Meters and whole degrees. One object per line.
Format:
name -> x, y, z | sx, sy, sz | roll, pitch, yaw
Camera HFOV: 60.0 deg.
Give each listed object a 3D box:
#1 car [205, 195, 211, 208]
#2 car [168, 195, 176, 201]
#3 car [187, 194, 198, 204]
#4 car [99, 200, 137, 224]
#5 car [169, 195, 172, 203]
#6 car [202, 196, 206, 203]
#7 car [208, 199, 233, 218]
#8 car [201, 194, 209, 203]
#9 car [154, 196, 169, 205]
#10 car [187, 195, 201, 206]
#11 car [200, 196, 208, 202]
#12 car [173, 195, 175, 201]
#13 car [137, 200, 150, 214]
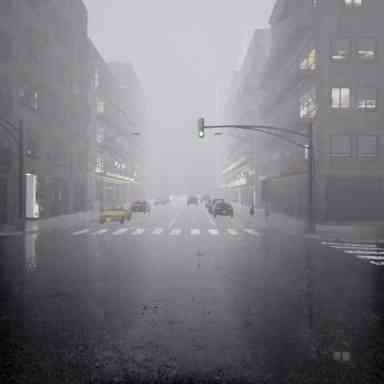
car -> 2.773, 1.449, 36.076 | 1.967, 1.590, 4.097 | 1, 0, 0
car -> -5.499, 1.586, 91.340 | 2.008, 1.369, 4.403 | 1, 0, 0
car -> 0.135, 1.374, 66.794 | 2.097, 1.767, 4.553 | 0, 0, 0
car -> -5.631, 1.531, 24.889 | 1.752, 1.417, 4.829 | 1, 0, 0
car -> -5.554, 1.571, 63.724 | 2.008, 1.369, 4.403 | 1, 0, 0
car -> 2.793, 1.595, 47.122 | 1.802, 1.307, 4.206 | 1, 0, 0
car -> 2.761, 1.552, 30.552 | 1.887, 1.381, 4.507 | 1, 0, 0
car -> 2.840, 1.338, 69.217 | 2.192, 1.841, 5.009 | 1, 0, 0
car -> -5.566, 1.543, 58.030 | 1.752, 1.417, 4.829 | 1, 0, 0
car -> 0.116, 1.522, 56.401 | 1.837, 1.490, 4.892 | 0, 0, 0
car -> 2.860, 1.594, 80.263 | 1.947, 1.339, 4.313 | 1, 0, 0
car -> -5.510, 1.557, 85.646 | 1.752, 1.417, 4.829 | 1, 0, 0
car -> -5.609, 1.554, 36.106 | 1.887, 1.381, 4.507 | 1, 0, 0
